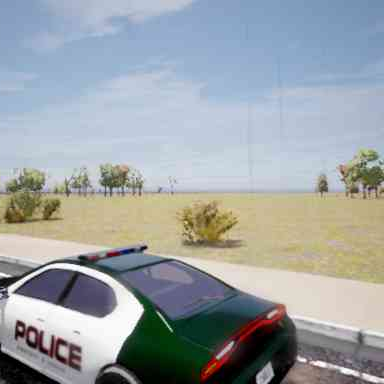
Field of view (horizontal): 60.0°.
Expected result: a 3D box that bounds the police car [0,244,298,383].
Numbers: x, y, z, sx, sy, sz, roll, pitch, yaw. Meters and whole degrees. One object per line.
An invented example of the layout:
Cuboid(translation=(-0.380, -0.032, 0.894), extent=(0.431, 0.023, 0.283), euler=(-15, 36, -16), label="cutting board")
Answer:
Cuboid(translation=(-1.293, 1.531, 4.485), extent=(4.974, 1.542, 2.038), euler=(-1, 0, 35), label="police car")
